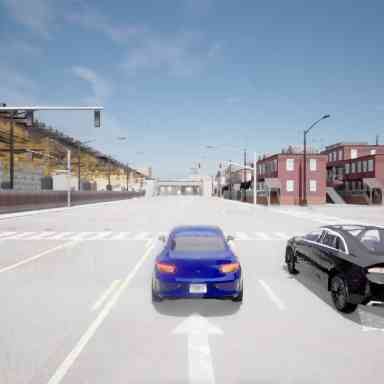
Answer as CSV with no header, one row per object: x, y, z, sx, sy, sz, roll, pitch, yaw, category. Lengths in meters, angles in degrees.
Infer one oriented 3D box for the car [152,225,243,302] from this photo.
0.106,1.526,8.142,1.812,1.442,4.674,0,0,0,car

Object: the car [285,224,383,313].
3.609,1.492,7.650,2.128,1.511,4.902,0,0,-1,car
